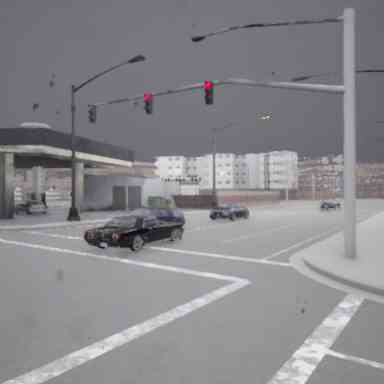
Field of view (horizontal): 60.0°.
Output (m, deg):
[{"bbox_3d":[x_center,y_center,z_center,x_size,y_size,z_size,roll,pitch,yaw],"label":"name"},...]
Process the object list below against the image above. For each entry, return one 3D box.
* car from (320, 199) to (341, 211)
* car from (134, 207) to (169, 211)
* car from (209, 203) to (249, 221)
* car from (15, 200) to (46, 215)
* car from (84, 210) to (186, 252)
[{"bbox_3d":[17.651,1.578,42.386,1.812,1.442,4.674,0,0,35],"label":"car"},{"bbox_3d":[-2.514,1.613,19.641,2.033,1.411,5.357,0,0,34],"label":"car"},{"bbox_3d":[3.182,1.631,27.903,1.994,1.385,4.181,0,0,35],"label":"car"},{"bbox_3d":[-17.170,1.623,35.101,3.806,1.475,1.970,0,0,36],"label":"car"},{"bbox_3d":[-2.194,1.650,14.193,1.895,1.301,4.718,0,0,28],"label":"car"}]
